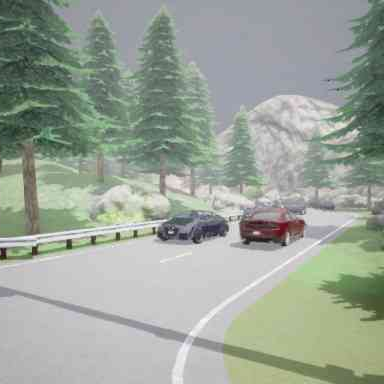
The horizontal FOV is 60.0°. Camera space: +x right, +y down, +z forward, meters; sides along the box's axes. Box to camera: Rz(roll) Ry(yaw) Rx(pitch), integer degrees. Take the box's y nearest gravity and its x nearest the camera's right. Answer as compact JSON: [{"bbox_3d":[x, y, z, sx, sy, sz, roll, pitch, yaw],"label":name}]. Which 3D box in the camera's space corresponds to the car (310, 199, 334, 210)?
[{"bbox_3d":[16.770,1.630,43.609,1.994,1.385,4.181,1,0,-7],"label":"car"}]

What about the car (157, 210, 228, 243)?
[{"bbox_3d":[0.126,1.572,16.152,1.994,1.385,4.181,0,0,31],"label":"car"}]

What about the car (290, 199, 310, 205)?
[{"bbox_3d":[10.407,1.522,33.494,1.837,1.490,4.892,0,0,24],"label":"car"}]

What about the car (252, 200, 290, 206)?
[{"bbox_3d":[5.307,1.505,24.640,2.128,1.511,4.902,0,0,31],"label":"car"}]

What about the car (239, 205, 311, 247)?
[{"bbox_3d":[3.857,1.541,15.357,1.882,1.535,5.008,0,-1,31],"label":"car"}]
